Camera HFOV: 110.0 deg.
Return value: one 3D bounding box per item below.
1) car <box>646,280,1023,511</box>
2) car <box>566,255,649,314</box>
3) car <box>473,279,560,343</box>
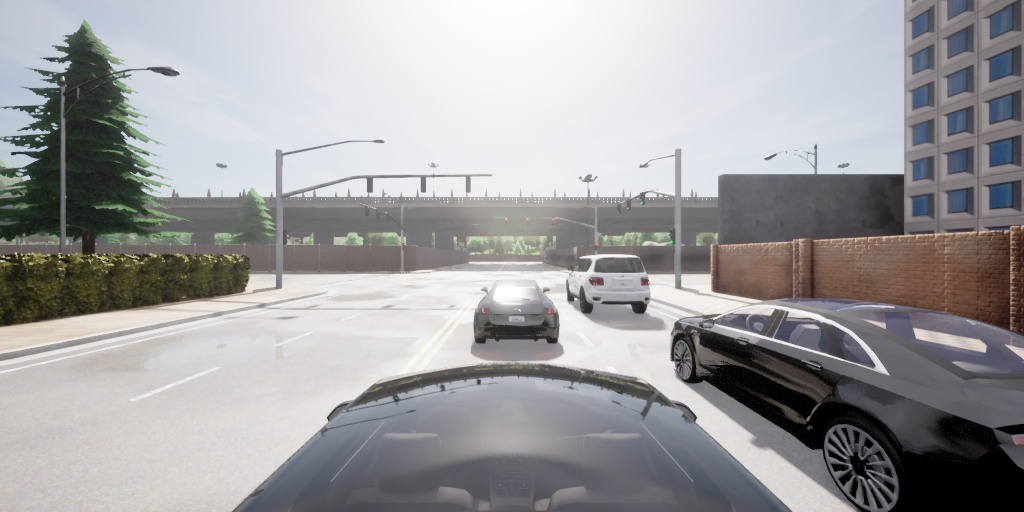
[{"bbox_3d":[3.597,1.242,4.192,2.128,1.511,4.902,0,0,0],"label":"car"},{"bbox_3d":[3.499,0.971,13.998,2.150,2.045,5.566,0,0,0],"label":"car"},{"bbox_3d":[0.099,1.314,9.655,1.994,1.385,4.181,0,0,0],"label":"car"}]
